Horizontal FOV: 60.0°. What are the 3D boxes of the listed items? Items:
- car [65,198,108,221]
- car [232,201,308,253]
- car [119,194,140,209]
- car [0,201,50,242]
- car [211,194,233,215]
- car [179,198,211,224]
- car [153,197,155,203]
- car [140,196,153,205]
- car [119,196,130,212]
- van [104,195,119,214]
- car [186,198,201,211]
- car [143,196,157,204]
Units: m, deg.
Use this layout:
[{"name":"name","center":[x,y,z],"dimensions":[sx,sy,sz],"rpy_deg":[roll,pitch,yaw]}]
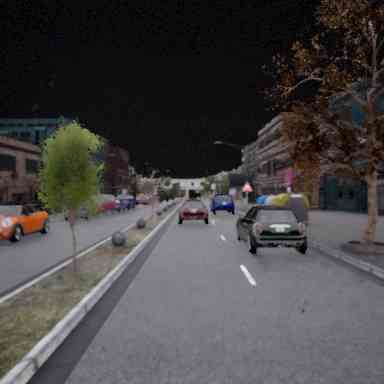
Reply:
[{"name":"car","center":[-8.807,1.479,27.229],"dimensions":[2.231,1.521,4.892],"rpy_deg":[0,0,0]},{"name":"car","center":[3.108,1.342,13.835],"dimensions":[2.097,1.767,4.553],"rpy_deg":[0,0,0]},{"name":"car","center":[-8.863,1.276,43.758],"dimensions":[2.435,2.045,5.566],"rpy_deg":[0,0,0]},{"name":"car","center":[-8.768,1.344,16.212],"dimensions":[2.185,1.767,4.553],"rpy_deg":[0,0,0]},{"name":"car","center":[3.119,1.236,34.687],"dimensions":[2.150,2.045,5.566],"rpy_deg":[0,0,0]},{"name":"car","center":[0.114,1.346,25.013],"dimensions":[2.097,1.767,4.553],"rpy_deg":[0,0,0]},{"name":"car","center":[-8.937,1.635,65.755],"dimensions":[2.231,1.521,4.892],"rpy_deg":[0,0,0]},{"name":"car","center":[-8.918,1.638,60.197],"dimensions":[2.163,1.488,4.792],"rpy_deg":[0,0,0]},{"name":"car","center":[-8.844,1.545,38.269],"dimensions":[2.002,1.452,4.674],"rpy_deg":[0,0,0]},{"name":"van","center":[-8.825,1.263,32.627],"dimensions":[1.878,1.987,4.442],"rpy_deg":[0,0,0]},{"name":"car","center":[0.120,1.548,42.949],"dimensions":[1.837,1.490,4.892],"rpy_deg":[0,0,0]},{"name":"car","center":[-8.956,1.659,71.402],"dimensions":[2.231,1.521,4.892],"rpy_deg":[0,0,0]}]
